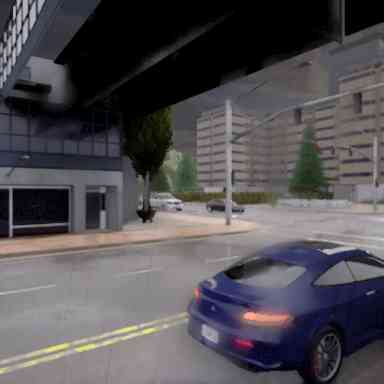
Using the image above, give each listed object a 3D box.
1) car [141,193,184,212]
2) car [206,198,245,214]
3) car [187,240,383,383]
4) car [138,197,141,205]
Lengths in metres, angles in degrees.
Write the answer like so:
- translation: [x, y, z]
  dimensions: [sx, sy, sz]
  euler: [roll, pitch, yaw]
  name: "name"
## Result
- translation: [-3.201, 1.186, 37.865]
  dimensions: [2.150, 2.045, 5.566]
  euler: [0, 0, -36]
  name: "car"
- translation: [3.411, 1.458, 34.689]
  dimensions: [1.837, 1.490, 4.892]
  euler: [0, 1, -36]
  name: "car"
- translation: [2.097, 1.517, 5.294]
  dimensions: [4.674, 1.442, 1.812]
  euler: [0, 0, -35]
  name: "car"
- translation: [-9.225, 1.310, 52.231]
  dimensions: [2.097, 1.767, 4.553]
  euler: [0, 0, -36]
  name: "car"
